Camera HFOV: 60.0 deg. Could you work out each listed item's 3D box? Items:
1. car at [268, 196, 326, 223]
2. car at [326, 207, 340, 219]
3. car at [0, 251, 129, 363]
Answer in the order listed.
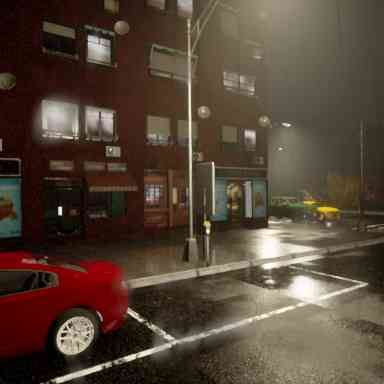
[{"bbox_3d":[7.816,1.387,27.611,2.150,2.045,5.566,-1,0,-34],"label":"car"},{"bbox_3d":[10.503,1.602,29.419,1.882,1.535,5.008,-1,0,-35],"label":"car"},{"bbox_3d":[-3.087,1.545,4.372,4.507,1.381,1.887,0,-1,-35],"label":"car"}]
